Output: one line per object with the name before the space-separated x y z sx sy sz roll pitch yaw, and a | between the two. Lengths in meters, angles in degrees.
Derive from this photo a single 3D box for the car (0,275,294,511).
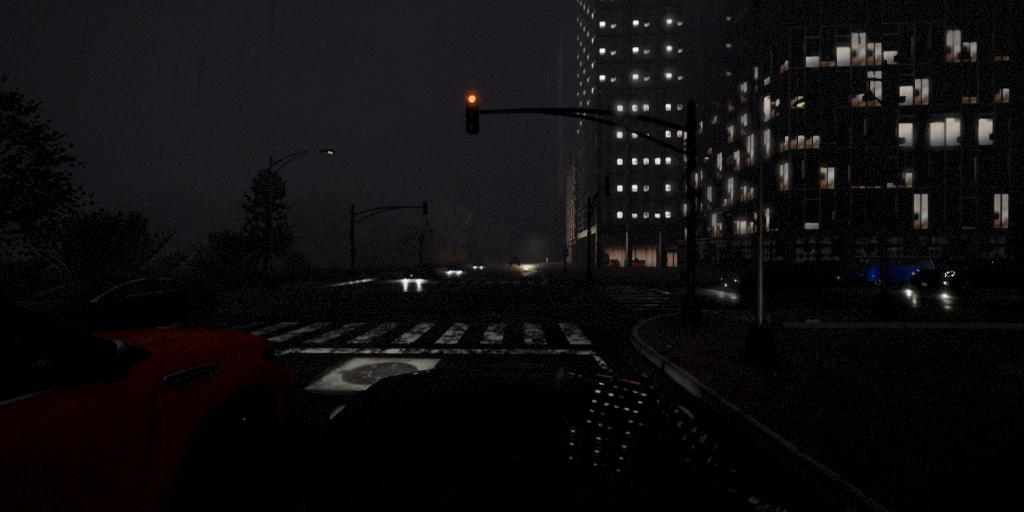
car | -3.118 0.971 0.983 2.150 2.045 5.566 0 0 0

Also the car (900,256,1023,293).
car | 23.429 0.872 18.266 4.553 1.767 2.097 0 0 4

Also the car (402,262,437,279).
car | -8.514 1.302 33.620 2.033 1.411 5.357 0 0 4

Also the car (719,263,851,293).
car | 14.039 1.144 18.922 5.357 1.411 2.033 0 0 4

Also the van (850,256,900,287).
van | 22.113 0.863 21.081 3.998 1.789 1.690 0 0 4

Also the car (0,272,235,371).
car | -9.713 1.242 8.678 2.128 1.511 4.902 0 0 1

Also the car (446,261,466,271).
car | -7.571 1.326 48.980 1.994 1.385 4.181 0 0 4
